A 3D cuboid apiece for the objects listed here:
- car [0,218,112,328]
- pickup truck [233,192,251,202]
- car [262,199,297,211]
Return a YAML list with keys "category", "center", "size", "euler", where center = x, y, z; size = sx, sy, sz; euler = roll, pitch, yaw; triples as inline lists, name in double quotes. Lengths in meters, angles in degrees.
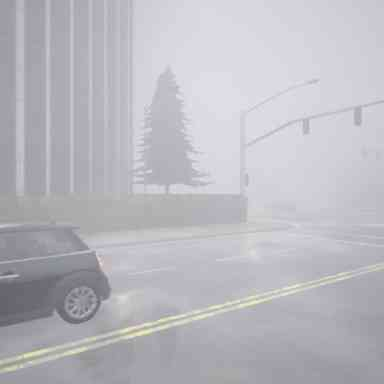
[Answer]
- category: "car"
  center: [-3.793, 1.352, 5.561]
  size: [4.553, 1.767, 2.097]
  euler: [0, 0, -35]
- category: "pickup truck"
  center: [10.283, 1.050, 68.812]
  size: [2.390, 2.098, 6.274]
  euler: [0, 0, -5]
- category: "car"
  center: [10.563, 1.558, 40.220]
  size: [1.994, 1.385, 4.181]
  euler: [0, 0, -36]
